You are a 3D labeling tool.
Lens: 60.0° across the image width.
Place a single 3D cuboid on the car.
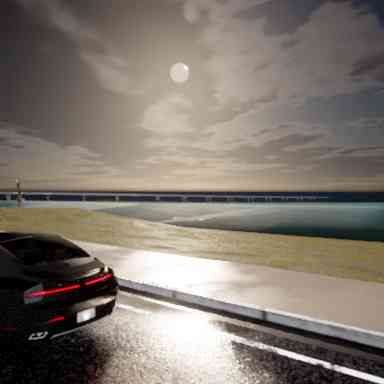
[{"bbox_3d":[-3.470,1.496,6.146,4.892,1.490,1.837,0,0,36],"label":"car"}]
